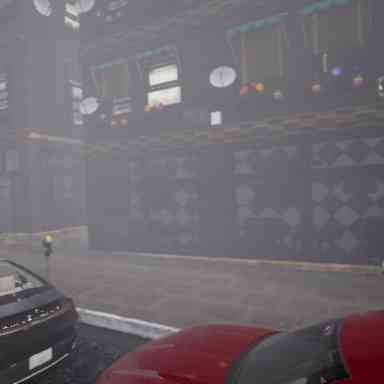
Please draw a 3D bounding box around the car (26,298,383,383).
[{"bbox_3d":[1.344,1.491,2.012,4.507,1.381,1.887,-1,-1,28],"label":"car"}]

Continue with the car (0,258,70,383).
[{"bbox_3d":[-3.554,1.579,4.582,4.403,1.369,2.008,-1,-1,28],"label":"car"}]
